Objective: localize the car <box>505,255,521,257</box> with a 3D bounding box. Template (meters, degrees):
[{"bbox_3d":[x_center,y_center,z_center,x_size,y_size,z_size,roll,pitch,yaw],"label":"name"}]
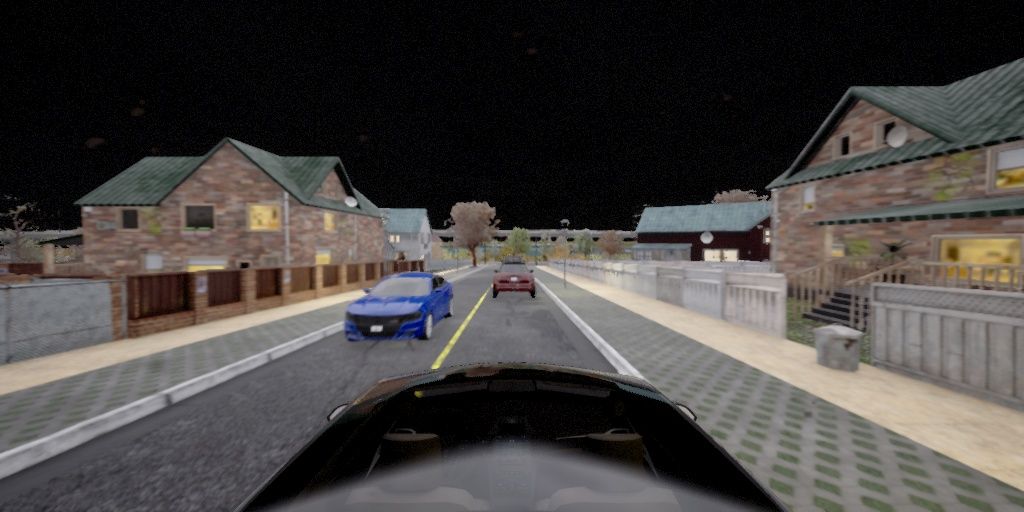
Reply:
[{"bbox_3d":[0.102,0.940,35.791,2.150,2.045,5.566,0,0,0],"label":"car"}]

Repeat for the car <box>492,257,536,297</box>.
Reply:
[{"bbox_3d":[0.099,1.084,18.989,2.097,1.767,4.553,0,0,0],"label":"car"}]

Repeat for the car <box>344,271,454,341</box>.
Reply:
[{"bbox_3d":[-2.850,1.218,10.035,1.882,1.535,5.008,0,1,0],"label":"car"}]
